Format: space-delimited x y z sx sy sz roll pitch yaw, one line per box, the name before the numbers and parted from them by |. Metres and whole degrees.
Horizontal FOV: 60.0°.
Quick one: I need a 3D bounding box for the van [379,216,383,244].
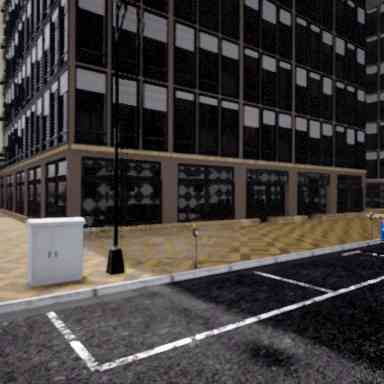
van | 9.042 1.385 13.171 3.998 1.788 1.690 0 0 -36
